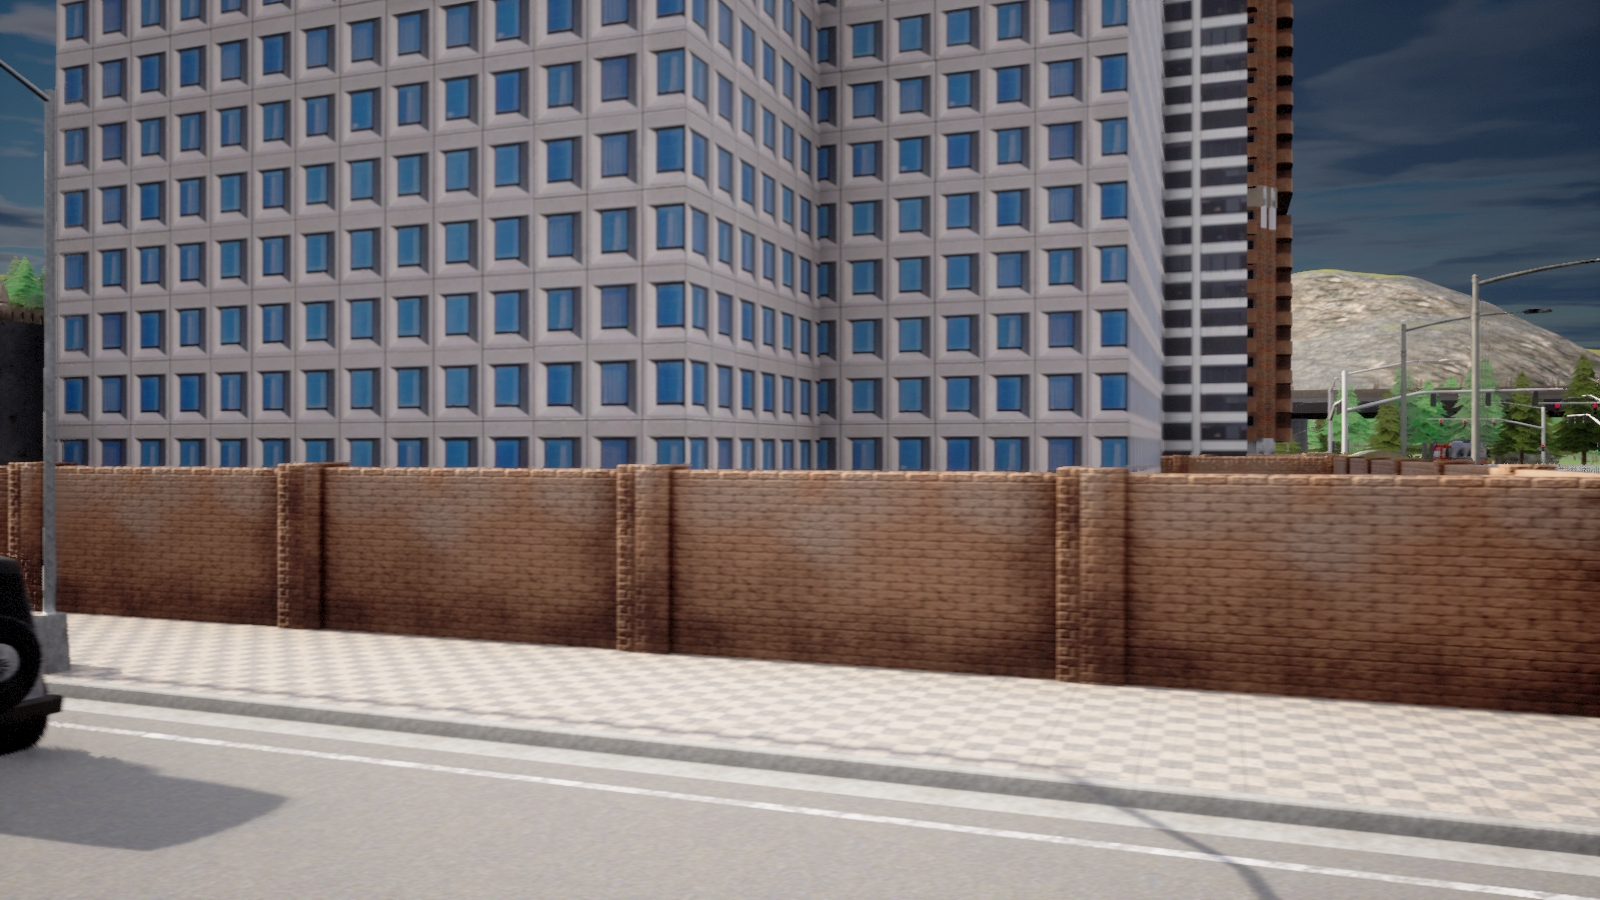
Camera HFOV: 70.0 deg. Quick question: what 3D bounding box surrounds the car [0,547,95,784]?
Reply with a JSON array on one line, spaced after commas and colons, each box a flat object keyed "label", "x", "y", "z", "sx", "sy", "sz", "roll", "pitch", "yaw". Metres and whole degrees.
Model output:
[{"label": "car", "x": -8.528, "y": 1.849, "z": 10.115, "sx": 3.866, "sy": 1.878, "sz": 1.905, "roll": 0, "pitch": 0, "yaw": 20}]
